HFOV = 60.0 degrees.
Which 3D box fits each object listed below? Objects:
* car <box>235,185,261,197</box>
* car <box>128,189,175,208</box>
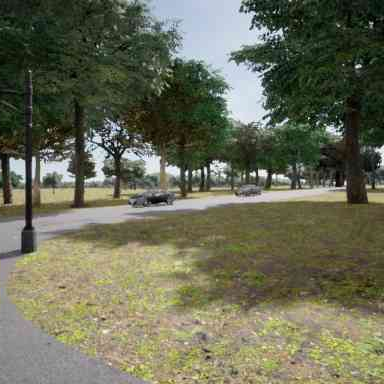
[{"bbox_3d":[7.489,-0.160,44.393,2.128,1.511,4.902,-1,2,38],"label":"car"},{"bbox_3d":[-3.596,0.539,30.035,2.128,1.511,4.902,-1,2,38],"label":"car"}]
